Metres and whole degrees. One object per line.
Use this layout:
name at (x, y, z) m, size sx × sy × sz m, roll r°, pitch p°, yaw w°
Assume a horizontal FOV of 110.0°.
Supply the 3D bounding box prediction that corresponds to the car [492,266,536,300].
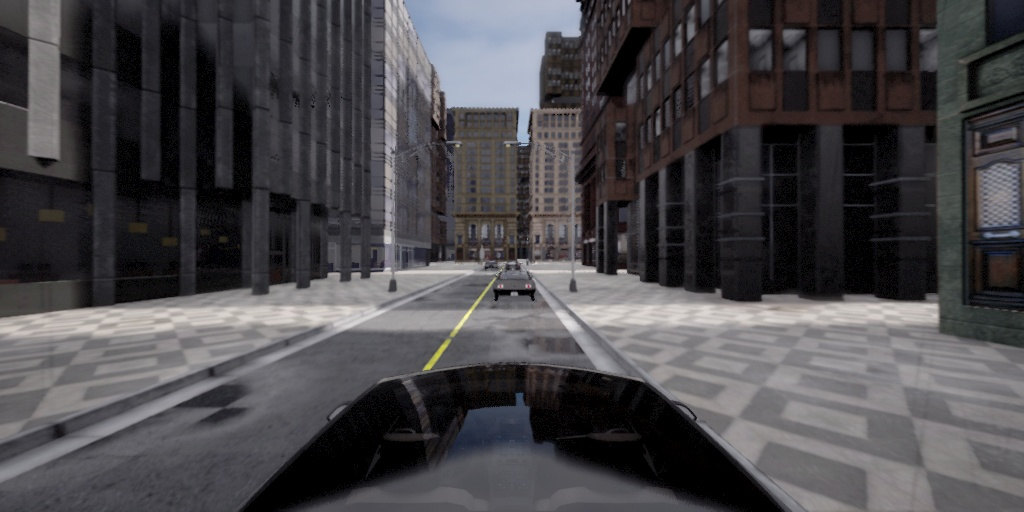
car at (0.107, 1.339, 17.697) m, size 1.895 × 1.301 × 4.718 m, roll 0°, pitch 0°, yaw 0°

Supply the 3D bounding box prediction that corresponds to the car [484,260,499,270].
car at (-2.976, 1.306, 52.605) m, size 1.994 × 1.385 × 4.181 m, roll 0°, pitch 0°, yaw 0°

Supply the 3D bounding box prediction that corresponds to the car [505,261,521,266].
car at (0.117, 1.262, 41.294) m, size 1.812 × 1.442 × 4.674 m, roll 0°, pitch 0°, yaw 0°
